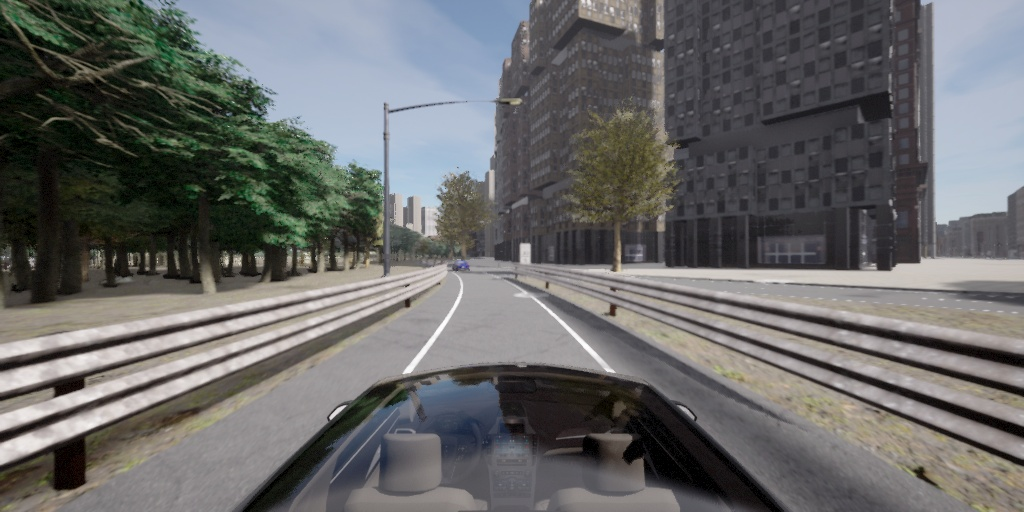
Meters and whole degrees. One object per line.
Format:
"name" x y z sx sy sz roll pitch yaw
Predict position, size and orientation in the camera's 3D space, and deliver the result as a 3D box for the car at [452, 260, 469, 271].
"car" -6.994 1.284 49.010 1.812 1.442 4.674 0 0 -17
